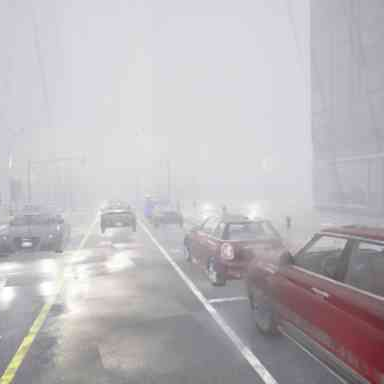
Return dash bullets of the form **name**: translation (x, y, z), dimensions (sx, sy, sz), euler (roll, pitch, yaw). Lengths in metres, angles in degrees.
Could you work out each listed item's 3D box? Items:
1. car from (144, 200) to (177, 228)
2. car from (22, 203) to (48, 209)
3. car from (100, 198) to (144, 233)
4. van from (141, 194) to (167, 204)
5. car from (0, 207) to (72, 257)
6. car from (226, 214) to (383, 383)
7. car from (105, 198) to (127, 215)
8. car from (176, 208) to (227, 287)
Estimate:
- **car**: translation (-1.600, 1.373, 20.149), dimensions (1.802, 1.307, 4.206), euler (-2, 1, -13)
- **car**: translation (-11.200, 1.491, 23.672), dimensions (1.947, 1.339, 4.313), euler (-2, 1, -13)
- **car**: translation (-4.157, 1.347, 18.831), dimensions (2.128, 1.511, 4.902), euler (-1, 1, -13)
- **van**: translation (-2.913, 1.089, 25.642), dimensions (1.690, 1.788, 3.998), euler (-2, 1, -13)
- **car**: translation (-5.882, 1.522, 12.862), dimensions (1.994, 1.385, 4.181), euler (-1, 1, -13)
- **car**: translation (2.315, 1.228, 3.659), dimensions (2.192, 1.841, 5.009), euler (-2, 1, -13)
- **car**: translation (-7.359, 1.311, 32.215), dimensions (1.994, 1.385, 4.181), euler (-1, 1, -13)
- **car**: translation (1.011, 1.314, 9.156), dimensions (1.967, 1.590, 4.097), euler (-2, 1, -13)
